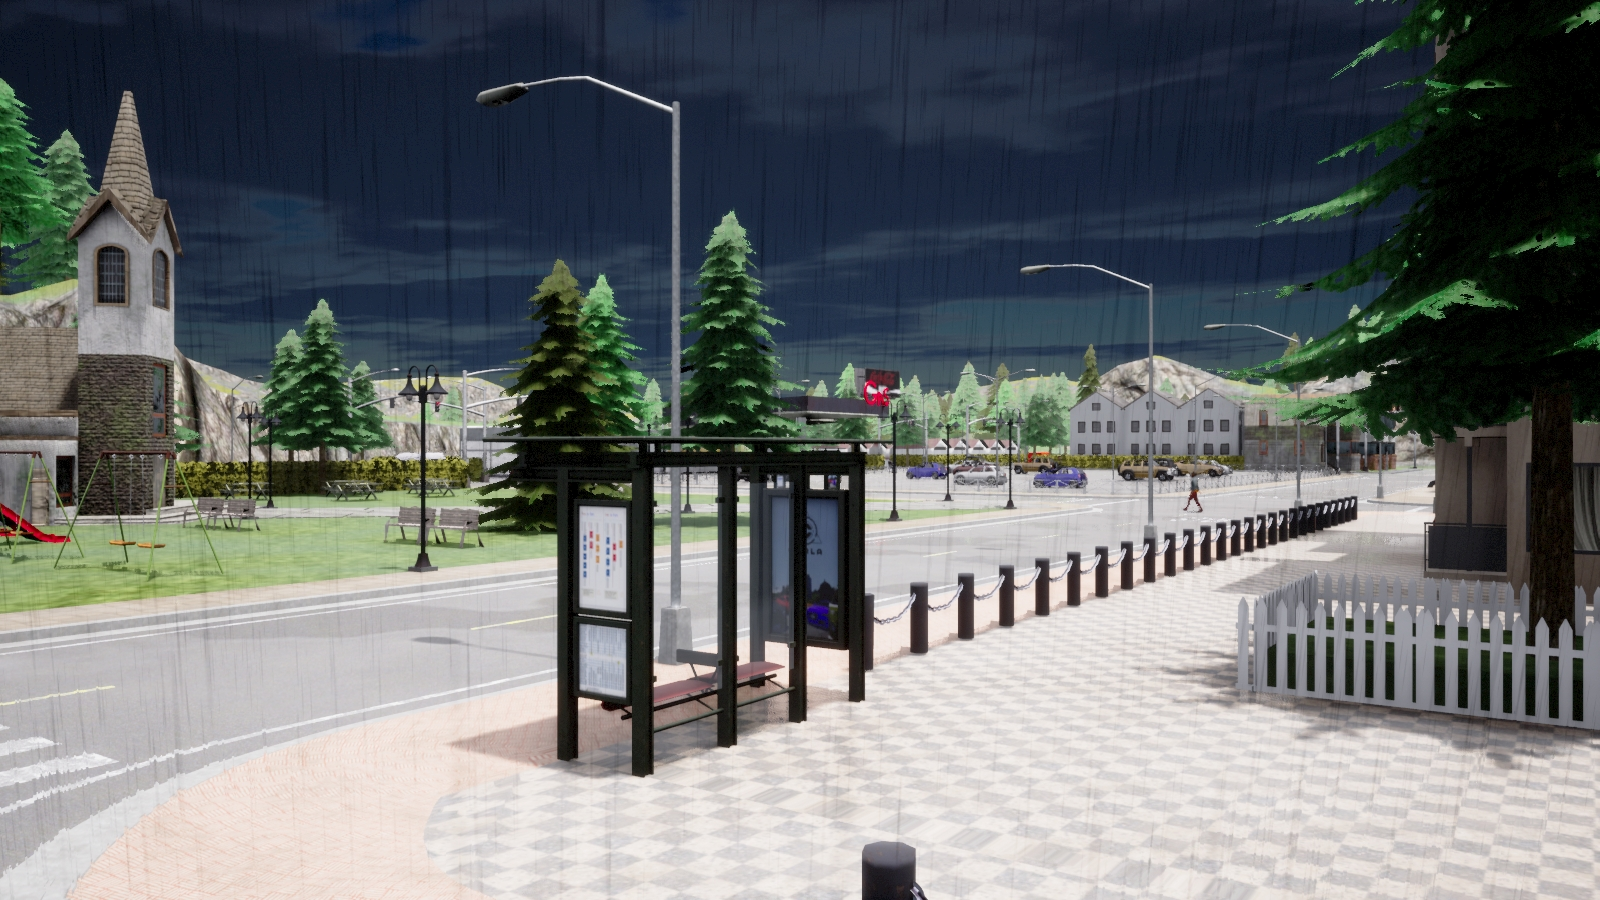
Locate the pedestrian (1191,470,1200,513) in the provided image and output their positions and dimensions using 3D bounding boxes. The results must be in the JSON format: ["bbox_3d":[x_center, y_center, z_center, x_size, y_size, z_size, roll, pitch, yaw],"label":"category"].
[{"bbox_3d":[17.438,1.819,50.363,0.375,1.860,0.375,0,0,20],"label":"pedestrian"}]
